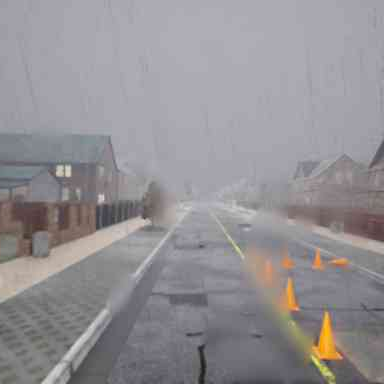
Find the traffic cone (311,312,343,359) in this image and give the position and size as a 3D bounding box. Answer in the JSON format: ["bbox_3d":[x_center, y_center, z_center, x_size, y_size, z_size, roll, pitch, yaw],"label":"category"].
[{"bbox_3d":[1.958,2.051,4.845,0.340,0.580,0.340,1,-1,1],"label":"traffic cone"}]

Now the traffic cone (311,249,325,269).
[{"bbox_3d":[4.092,2.163,10.798,0.340,0.580,0.340,1,-1,1],"label":"traffic cone"}]

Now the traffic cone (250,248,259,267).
[{"bbox_3d":[2.093,2.122,10.843,0.340,0.580,0.340,1,-1,1],"label":"traffic cone"}]

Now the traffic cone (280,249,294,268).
[{"bbox_3d":[3.092,2.143,10.821,0.340,0.580,0.340,1,-1,1],"label":"traffic cone"}]

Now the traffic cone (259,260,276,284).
[{"bbox_3d":[2.048,2.098,8.844,0.340,0.580,0.340,1,-1,1],"label":"traffic cone"}]

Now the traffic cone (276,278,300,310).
[{"bbox_3d":[2.003,2.074,6.844,0.340,0.580,0.340,1,-1,1],"label":"traffic cone"}]
